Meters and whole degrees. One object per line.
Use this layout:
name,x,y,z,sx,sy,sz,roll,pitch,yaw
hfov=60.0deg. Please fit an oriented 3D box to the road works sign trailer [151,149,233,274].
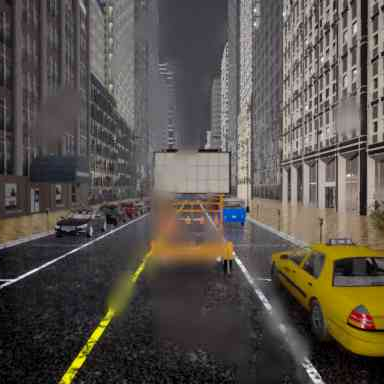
road works sign trailer,0.002,0.462,10.487,2.380,3.560,2.880,0,0,0

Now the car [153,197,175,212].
car,-2.998,1.555,38.671,1.994,1.385,4.181,0,0,0

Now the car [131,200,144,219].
car,-5.696,1.538,28.822,1.887,1.381,4.507,-1,0,0

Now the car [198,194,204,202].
car,2.687,1.535,62.923,2.008,1.369,4.403,-1,0,0

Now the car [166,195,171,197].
car,-5.694,1.535,62.924,2.008,1.369,4.403,-1,0,0

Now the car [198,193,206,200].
car,2.686,1.291,91.343,2.192,1.841,5.009,-1,0,0

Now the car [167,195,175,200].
car,-5.693,1.501,91.173,1.752,1.417,4.829,-1,0,0

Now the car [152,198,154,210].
car,-5.695,1.573,40.190,1.802,1.307,4.206,-1,0,0

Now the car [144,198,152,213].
car,-5.696,1.543,34.506,2.008,1.369,4.403,-1,0,0

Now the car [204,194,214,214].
car,2.682,1.307,34.506,2.192,1.841,5.009,-1,0,0

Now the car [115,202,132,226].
car,-5.696,1.560,23.139,1.947,1.339,4.313,-1,0,0

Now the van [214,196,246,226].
van,2.682,1.336,23.138,1.690,1.788,3.998,-1,0,0

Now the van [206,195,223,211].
van,2.683,1.332,40.189,1.690,1.788,3.998,-1,0,0

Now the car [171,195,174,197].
car,-5.693,1.563,74.291,1.802,1.307,4.206,-1,0,0

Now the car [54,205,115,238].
car,-5.697,1.547,17.455,2.008,1.369,4.403,-1,0,0

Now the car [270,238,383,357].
car,2.683,1.524,6.257,1.752,1.417,4.829,-1,0,0

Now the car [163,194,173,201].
car,-5.694,1.420,79.975,1.967,1.590,4.097,-1,0,0
